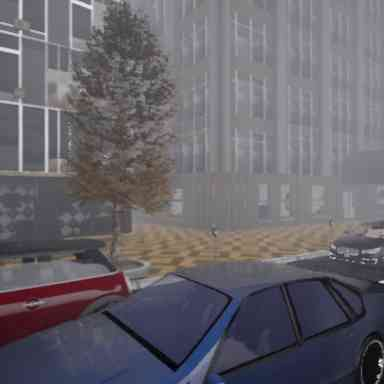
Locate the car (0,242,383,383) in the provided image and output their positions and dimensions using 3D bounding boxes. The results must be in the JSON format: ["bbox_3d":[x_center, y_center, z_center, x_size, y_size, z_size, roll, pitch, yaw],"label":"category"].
[{"bbox_3d":[0.444,1.570,3.694,5.357,1.411,2.033,1,0,-36],"label":"car"}]

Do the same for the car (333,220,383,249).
[{"bbox_3d":[6.366,1.658,11.111,4.403,1.369,2.008,1,-1,-36],"label":"car"}]

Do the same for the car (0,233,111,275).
[{"bbox_3d":[-2.886,1.442,4.510,4.097,1.590,1.967,1,-1,-36],"label":"car"}]
